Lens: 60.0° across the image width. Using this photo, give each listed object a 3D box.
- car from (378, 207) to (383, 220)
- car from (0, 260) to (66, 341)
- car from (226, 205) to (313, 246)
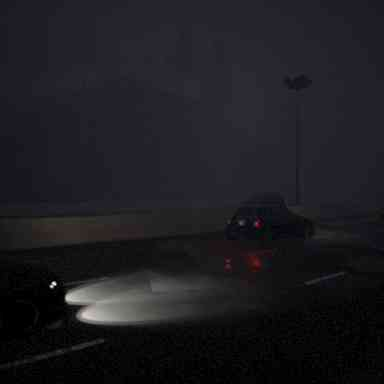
[{"bbox_3d":[17.429,1.619,28.158,2.033,1.411,5.357,0,0,45],"label":"car"},{"bbox_3d":[-4.200,1.573,5.136,4.181,1.385,1.994,0,0,-35],"label":"car"},{"bbox_3d":[3.774,1.388,15.730,4.553,1.767,2.097,0,0,-39],"label":"car"}]
